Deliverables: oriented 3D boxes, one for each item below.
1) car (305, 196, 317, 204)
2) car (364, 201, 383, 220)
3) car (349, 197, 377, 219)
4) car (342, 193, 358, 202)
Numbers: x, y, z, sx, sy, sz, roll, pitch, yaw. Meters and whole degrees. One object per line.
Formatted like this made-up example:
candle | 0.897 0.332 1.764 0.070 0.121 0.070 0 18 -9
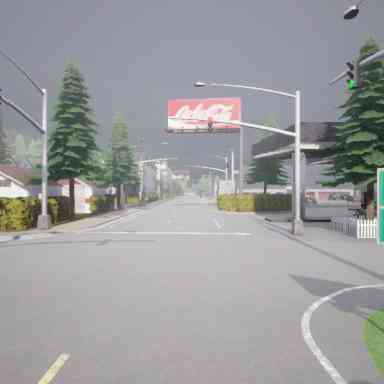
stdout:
car | 22.521 1.552 64.001 1.970 1.475 3.806 0 0 0
car | 18.704 1.672 30.605 4.611 1.667 2.242 0 0 0
car | 14.376 1.505 24.936 3.866 1.878 1.905 0 0 0
car | 34.927 1.489 71.789 2.007 1.523 4.514 0 0 0
